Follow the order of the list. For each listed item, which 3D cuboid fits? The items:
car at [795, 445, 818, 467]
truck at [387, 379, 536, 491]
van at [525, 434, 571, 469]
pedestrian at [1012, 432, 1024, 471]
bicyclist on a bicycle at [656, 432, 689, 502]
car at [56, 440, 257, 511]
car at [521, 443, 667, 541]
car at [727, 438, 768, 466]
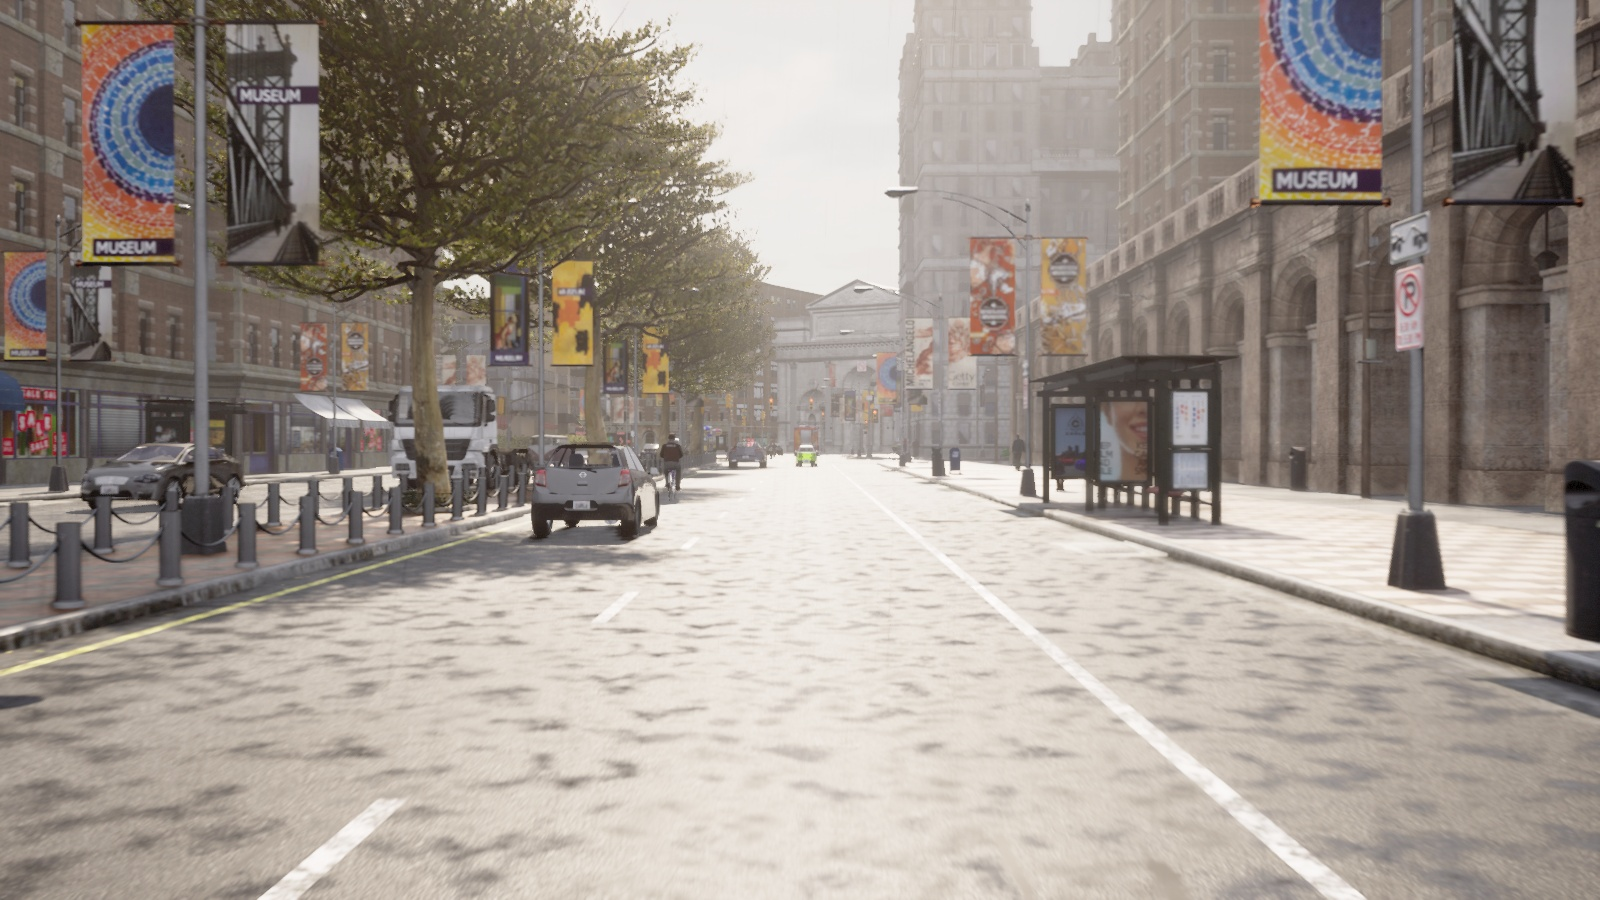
[{"bbox_3d":[0.418,0.360,79.309,1.481,1.376,2.207,0,1,1],"label":"car"},{"bbox_3d":[-11.262,-0.482,42.676,2.891,3.462,7.936,0,0,0],"label":"truck"},{"bbox_3d":[-14.604,0.081,72.965,1.775,1.987,4.442,0,0,0],"label":"van"},{"bbox_3d":[10.385,0.078,59.819,0.402,1.842,0.726,0,0,0],"label":"pedestrian"},{"bbox_3d":[-3.314,0.432,32.723,0.659,1.776,1.843,0,1,0],"label":"bicyclist on a bicycle"},{"bbox_3d":[-14.825,0.528,29.297,2.128,1.511,4.902,0,0,1],"label":"car"},{"bbox_3d":[-3.376,0.639,21.249,1.845,1.501,3.633,0,0,0],"label":"car"},{"bbox_3d":[-3.164,0.097,76.395,2.152,1.651,5.027,0,0,1],"label":"car"}]
